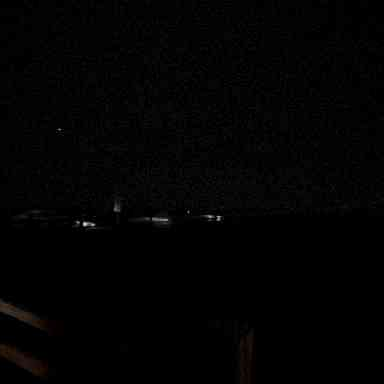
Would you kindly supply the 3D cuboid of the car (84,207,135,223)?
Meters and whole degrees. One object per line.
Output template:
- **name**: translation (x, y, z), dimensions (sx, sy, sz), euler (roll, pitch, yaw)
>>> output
- **car**: translation (-8.163, 2.226, 33.467), dimensions (2.033, 1.411, 5.357), euler (3, 0, 36)

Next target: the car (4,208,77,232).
- **car**: translation (-10.843, 2.070, 24.685), dimensions (1.812, 1.442, 4.674), euler (3, 0, 36)

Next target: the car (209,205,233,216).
- **car**: translation (4.559, 2.826, 51.082), dimensions (1.837, 1.490, 4.892), euler (3, 0, 36)

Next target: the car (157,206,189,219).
- **car**: translation (-2.289, 2.489, 41.631), dimensions (1.837, 1.490, 4.892), euler (3, 0, 36)

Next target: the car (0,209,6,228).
- **car**: translation (-13.805, 1.940, 25.554), dimensions (1.994, 1.385, 4.181), euler (3, 0, 35)
